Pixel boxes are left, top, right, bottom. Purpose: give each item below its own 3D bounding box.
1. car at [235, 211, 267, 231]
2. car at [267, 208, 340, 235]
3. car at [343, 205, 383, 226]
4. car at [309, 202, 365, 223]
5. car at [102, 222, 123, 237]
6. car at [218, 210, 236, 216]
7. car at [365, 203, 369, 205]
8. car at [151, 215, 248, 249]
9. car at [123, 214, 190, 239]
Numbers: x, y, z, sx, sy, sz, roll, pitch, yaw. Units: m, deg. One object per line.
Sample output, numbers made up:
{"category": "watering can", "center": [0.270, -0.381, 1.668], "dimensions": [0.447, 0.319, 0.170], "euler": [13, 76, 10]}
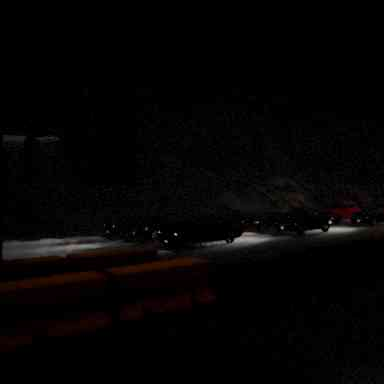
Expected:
{"category": "car", "center": [5.929, 2.238, 26.253], "dimensions": [4.674, 1.442, 1.812], "euler": [1, -2, -37]}
{"category": "car", "center": [7.861, 2.102, 23.324], "dimensions": [4.902, 1.511, 2.128], "euler": [1, -2, -37]}
{"category": "car", "center": [15.972, 2.161, 29.550], "dimensions": [4.902, 1.511, 2.128], "euler": [0, -2, -38]}
{"category": "car", "center": [14.328, 1.993, 32.707], "dimensions": [5.566, 2.045, 2.150], "euler": [0, -2, -37]}
{"category": "car", "center": [-3.773, 2.320, 23.178], "dimensions": [4.718, 1.301, 1.895], "euler": [1, -2, -38]}
{"category": "car", "center": [3.279, 2.331, 28.619], "dimensions": [4.674, 1.442, 1.812], "euler": [1, -2, -38]}
{"category": "car", "center": [21.091, 2.232, 42.246], "dimensions": [4.553, 1.767, 2.097], "euler": [0, -2, -37]}
{"category": "car", "center": [0.480, 2.122, 17.621], "dimensions": [4.718, 1.301, 1.895], "euler": [1, -2, -38]}
{"category": "car", "center": [-1.400, 2.115, 20.592], "dimensions": [4.902, 1.511, 2.128], "euler": [1, -2, -38]}
